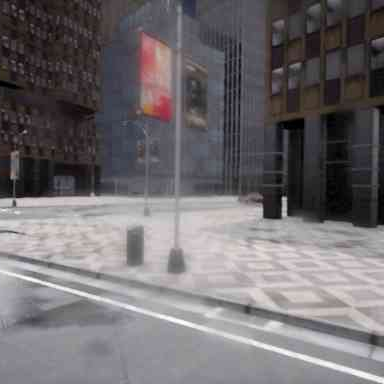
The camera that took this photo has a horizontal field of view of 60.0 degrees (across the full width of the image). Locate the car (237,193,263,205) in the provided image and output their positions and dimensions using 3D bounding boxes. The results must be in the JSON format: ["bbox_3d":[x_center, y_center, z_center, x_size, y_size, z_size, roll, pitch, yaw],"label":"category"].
[{"bbox_3d":[9.081,1.009,51.541,4.553,1.767,2.097,0,1,-42],"label":"car"}]
